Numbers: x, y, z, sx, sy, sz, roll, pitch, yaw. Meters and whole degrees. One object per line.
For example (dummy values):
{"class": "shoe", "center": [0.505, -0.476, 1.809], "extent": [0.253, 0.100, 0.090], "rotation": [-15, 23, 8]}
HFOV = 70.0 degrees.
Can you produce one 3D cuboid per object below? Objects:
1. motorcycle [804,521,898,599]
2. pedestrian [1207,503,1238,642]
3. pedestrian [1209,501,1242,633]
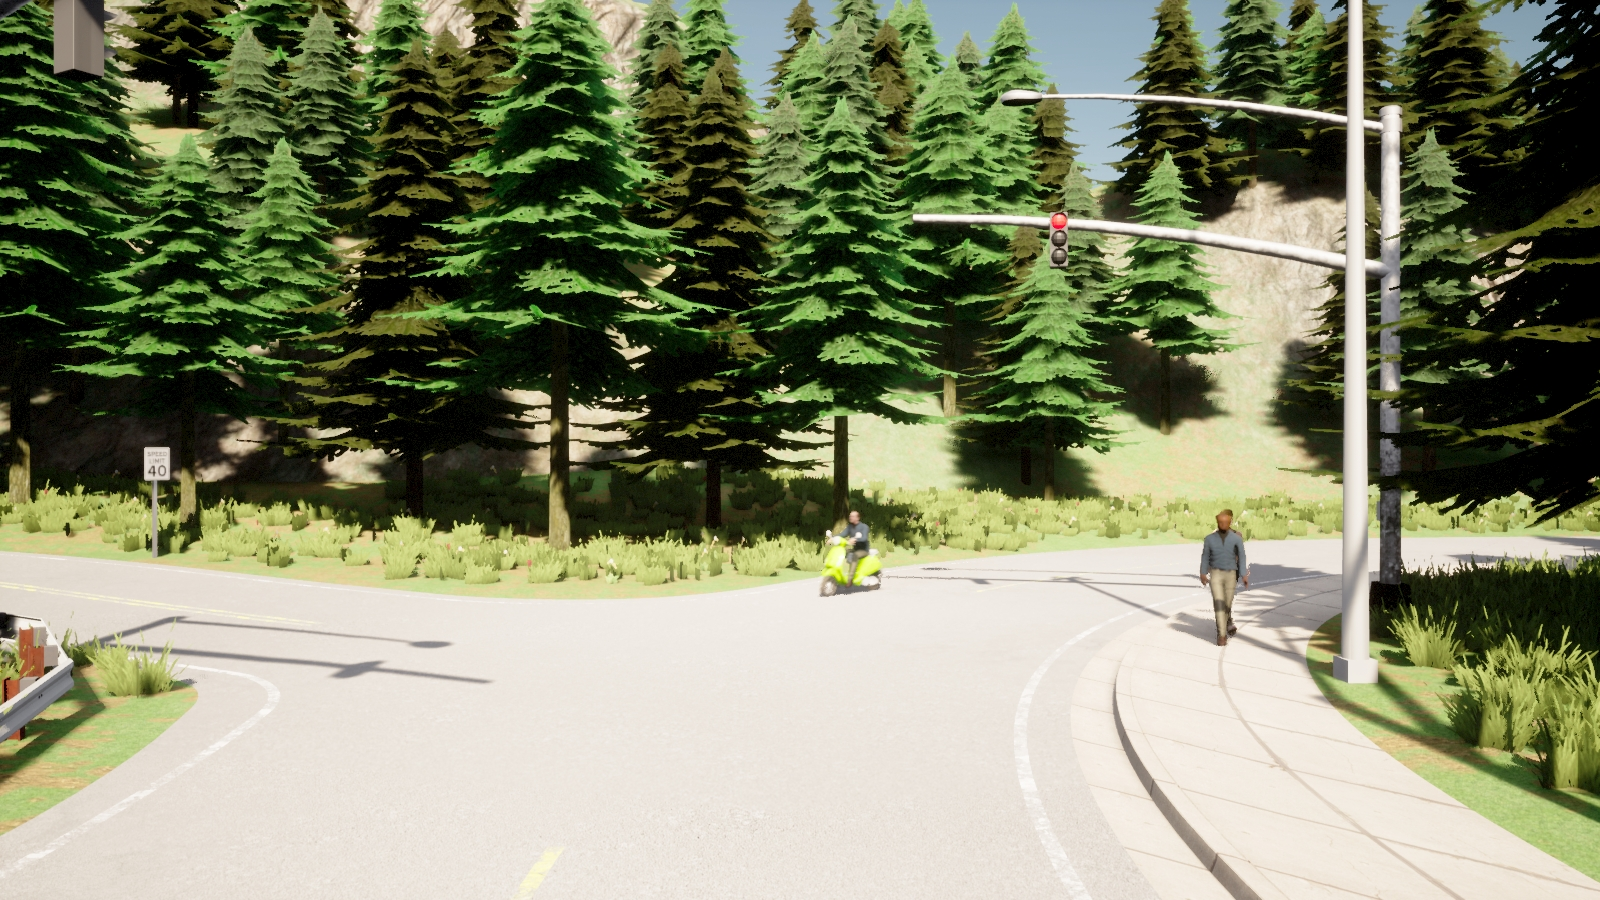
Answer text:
{"class": "motorcycle", "center": [1.011, 2.118, 22.280], "extent": [0.856, 1.316, 1.805], "rotation": [0, 1, 43]}
{"class": "pedestrian", "center": [5.791, 1.668, 15.681], "extent": [0.375, 1.860, 0.375], "rotation": [0, 0, 17]}
{"class": "pedestrian", "center": [6.128, 1.668, 16.463], "extent": [0.375, 1.860, 0.375], "rotation": [0, 0, 7]}
